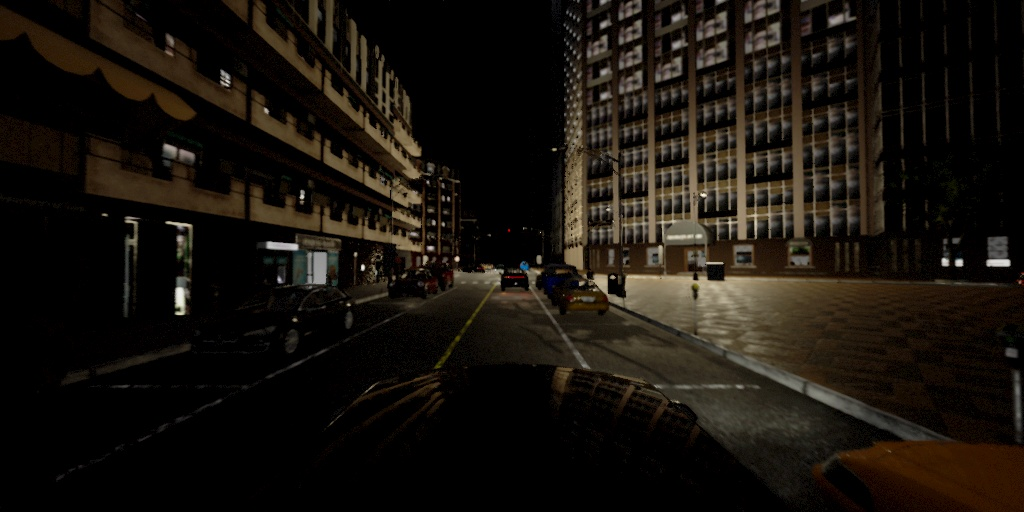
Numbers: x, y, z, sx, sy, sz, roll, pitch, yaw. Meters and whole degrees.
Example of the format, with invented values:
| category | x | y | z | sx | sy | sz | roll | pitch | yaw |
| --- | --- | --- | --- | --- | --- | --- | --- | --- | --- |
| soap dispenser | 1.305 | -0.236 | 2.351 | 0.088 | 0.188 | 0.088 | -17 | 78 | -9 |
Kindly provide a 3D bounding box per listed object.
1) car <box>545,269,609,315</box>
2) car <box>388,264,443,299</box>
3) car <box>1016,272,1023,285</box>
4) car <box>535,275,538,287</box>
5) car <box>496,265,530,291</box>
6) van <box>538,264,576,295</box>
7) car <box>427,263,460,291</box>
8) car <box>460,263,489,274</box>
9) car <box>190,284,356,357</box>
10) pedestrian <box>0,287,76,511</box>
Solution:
| category | x | y | z | sx | sy | sz | roll | pitch | yaw |
| --- | --- | --- | --- | --- | --- | --- | --- | --- | --- |
| car | 2.562 | 1.444 | 14.381 | 1.751 | 1.417 | 4.829 | 0 | 0 | 0 |
| car | -5.319 | 1.435 | 19.737 | 1.967 | 1.591 | 4.097 | 0 | 0 | 0 |
| car | 34.127 | 1.064 | 21.444 | 4.553 | 1.767 | 2.097 | -1 | -2 | 41 |
| car | 2.559 | 1.600 | 25.450 | 1.751 | 1.417 | 4.829 | 0 | 0 | 0 |
| car | 0.127 | 1.560 | 24.895 | 2.128 | 1.511 | 4.902 | 0 | -1 | -3 |
| van | 2.561 | 1.337 | 19.744 | 1.690 | 1.789 | 3.998 | 0 | 0 | 0 |
| car | -5.321 | 1.389 | 25.272 | 2.192 | 1.841 | 5.009 | 0 | 0 | 0 |
| car | -6.280 | 2.050 | 55.984 | 4.892 | 1.490 | 1.837 | -1 | -2 | 44 |
| car | -5.317 | 1.393 | 8.667 | 2.007 | 1.370 | 4.403 | 0 | 0 | 0 |
| pedestrian | -3.923 | 1.059 | 2.879 | 0.375 | 1.860 | 0.375 | 0 | -1 | 0 |
